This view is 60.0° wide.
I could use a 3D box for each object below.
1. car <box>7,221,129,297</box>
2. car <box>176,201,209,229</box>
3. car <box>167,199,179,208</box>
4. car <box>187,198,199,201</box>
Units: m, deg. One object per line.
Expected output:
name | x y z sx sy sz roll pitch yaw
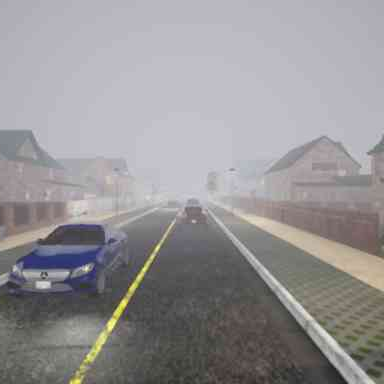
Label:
car | -2.849 1.524 8.695 1.812 1.442 4.674 0 0 0
car | 0.095 1.527 21.600 1.812 1.442 4.674 0 0 0
car | -2.764 1.650 50.154 1.895 1.301 4.718 0 0 0
car | 0.100 1.505 40.998 1.882 1.535 5.008 0 0 0
